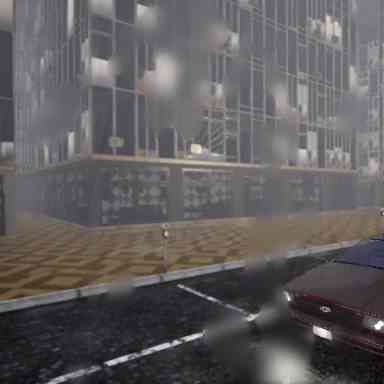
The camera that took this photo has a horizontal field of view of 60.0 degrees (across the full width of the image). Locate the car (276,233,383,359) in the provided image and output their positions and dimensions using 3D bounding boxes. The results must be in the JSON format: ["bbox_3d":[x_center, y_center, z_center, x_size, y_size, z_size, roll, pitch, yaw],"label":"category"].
[{"bbox_3d":[3.933,1.506,6.066,5.357,1.411,2.033,0,0,-36],"label":"car"}]
